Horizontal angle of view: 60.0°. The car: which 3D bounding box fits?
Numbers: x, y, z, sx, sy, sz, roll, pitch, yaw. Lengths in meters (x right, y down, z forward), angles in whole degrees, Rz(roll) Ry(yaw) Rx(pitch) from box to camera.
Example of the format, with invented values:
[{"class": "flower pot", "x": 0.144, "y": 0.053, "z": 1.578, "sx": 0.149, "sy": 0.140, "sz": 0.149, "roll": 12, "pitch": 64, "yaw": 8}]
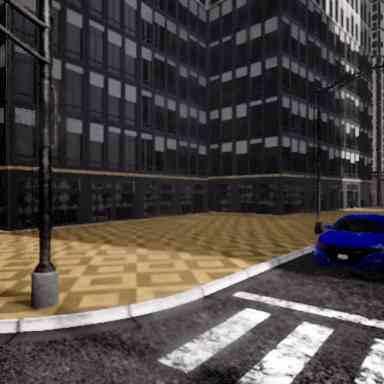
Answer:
[{"class": "car", "x": 5.645, "y": 1.475, "z": 10.926, "sx": 1.882, "sy": 1.535, "sz": 5.008, "roll": 0, "pitch": 0, "yaw": 39}]
